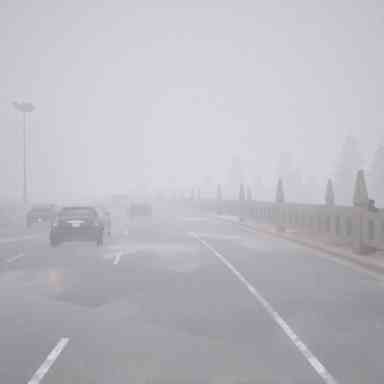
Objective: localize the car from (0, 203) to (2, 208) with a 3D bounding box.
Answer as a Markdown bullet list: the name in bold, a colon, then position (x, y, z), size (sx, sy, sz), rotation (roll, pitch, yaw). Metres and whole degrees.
- **car**: position (-29.297, 1.660, 48.906), size (1.812, 1.442, 4.674), rotation (0, 0, -34)

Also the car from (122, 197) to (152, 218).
- **car**: position (-4.898, 1.486, 30.151), size (1.882, 1.535, 5.008), rotation (0, 0, -18)

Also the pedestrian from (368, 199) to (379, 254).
- **pedestrian**: position (6.034, 1.130, 11.226), size (0.375, 1.860, 0.375), rotation (-1, 1, -7)

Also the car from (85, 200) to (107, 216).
- **car**: position (-9.709, 1.552, 33.346), size (1.812, 1.442, 4.674), rotation (0, 0, -20)

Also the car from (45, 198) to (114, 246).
- **car**: position (-4.993, 1.352, 15.434), size (2.097, 1.767, 4.553), rotation (0, 0, -9)

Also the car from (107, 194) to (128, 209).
- **car**: position (-9.512, 1.253, 42.387), size (2.150, 2.045, 5.566), rotation (0, 0, -25)

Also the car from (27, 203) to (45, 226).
- **car**: position (-10.263, 1.521, 23.460), size (1.837, 1.490, 4.892), rotation (0, 0, -14)
